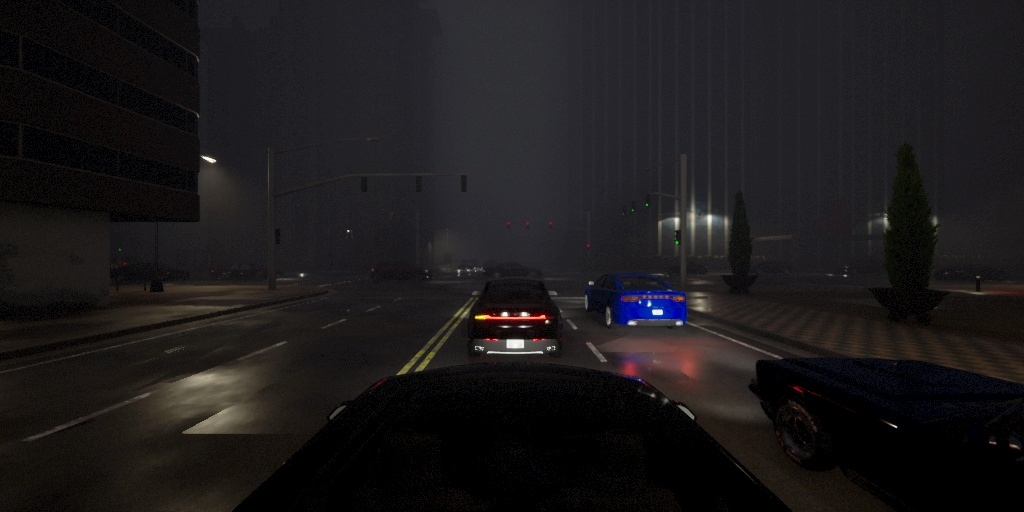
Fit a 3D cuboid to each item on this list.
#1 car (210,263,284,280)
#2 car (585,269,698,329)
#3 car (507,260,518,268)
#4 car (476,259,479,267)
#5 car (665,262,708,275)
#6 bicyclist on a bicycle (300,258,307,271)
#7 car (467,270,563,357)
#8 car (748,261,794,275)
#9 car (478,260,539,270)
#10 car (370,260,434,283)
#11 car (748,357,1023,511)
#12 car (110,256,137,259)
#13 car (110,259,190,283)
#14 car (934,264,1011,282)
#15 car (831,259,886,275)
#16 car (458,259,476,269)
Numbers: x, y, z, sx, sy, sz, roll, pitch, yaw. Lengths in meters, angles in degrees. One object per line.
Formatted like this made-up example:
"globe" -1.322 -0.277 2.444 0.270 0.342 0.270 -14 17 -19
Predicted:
"car" -22.836 1.297 30.979 5.357 1.411 2.033 0 0 -1
"car" 3.575 1.228 11.237 1.882 1.535 5.008 0 0 0
"car" 0.100 1.350 62.530 1.895 1.301 4.718 0 0 0
"car" -7.060 1.255 64.541 1.837 1.490 4.892 0 0 0
"car" 18.707 1.314 38.597 4.181 1.385 1.994 0 0 -1
"bicyclist on a bicycle" -26.419 1.051 45.426 0.582 1.620 1.656 0 0 -1
"car" 0.062 1.255 8.549 1.837 1.490 4.892 0 0 0
"car" 27.559 1.255 38.686 4.892 1.490 1.837 0 0 -1
"car" 0.053 1.297 31.208 5.357 1.411 2.033 0 0 -1
"car" -8.361 1.102 27.623 4.553 1.767 2.097 0 0 -1
"car" 3.601 1.351 1.892 1.895 1.301 4.718 0 0 0
"car" -42.679 0.971 37.953 5.566 2.045 2.150 0 0 1
"car" -27.600 1.227 27.435 5.008 1.535 1.882 0 0 -1
"car" 35.992 1.314 28.071 4.181 1.385 1.994 0 0 -1
"car" 37.392 1.102 38.774 4.553 1.767 2.097 0 0 0
"car" -7.089 1.276 55.284 1.812 1.442 4.674 0 0 0
